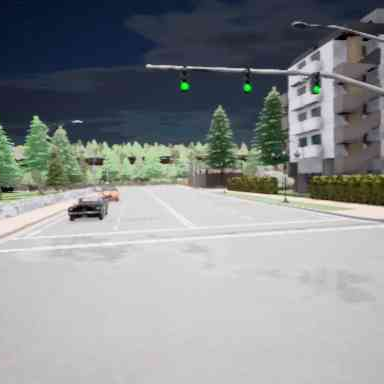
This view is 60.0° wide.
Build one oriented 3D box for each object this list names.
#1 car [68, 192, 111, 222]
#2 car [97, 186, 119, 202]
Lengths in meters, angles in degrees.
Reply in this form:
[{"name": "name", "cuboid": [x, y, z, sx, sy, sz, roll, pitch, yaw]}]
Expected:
[{"name": "car", "cuboid": [-6.251, 0.955, 20.327, 1.895, 1.301, 4.718, -2, 2, -10]}, {"name": "car", "cuboid": [-9.107, 0.151, 36.194, 2.097, 1.767, 4.553, -2, 2, -9]}]
